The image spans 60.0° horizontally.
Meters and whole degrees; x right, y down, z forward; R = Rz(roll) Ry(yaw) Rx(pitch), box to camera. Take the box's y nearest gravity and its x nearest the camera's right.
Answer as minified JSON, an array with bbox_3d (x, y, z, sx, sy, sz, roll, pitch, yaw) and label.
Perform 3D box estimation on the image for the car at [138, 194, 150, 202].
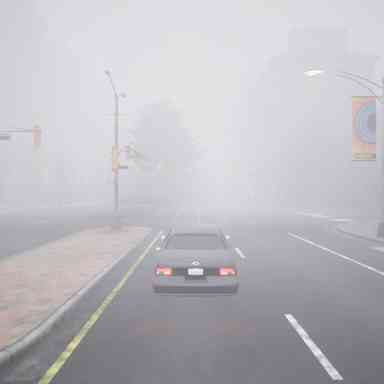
[{"bbox_3d":[-11.394,1.354,79.549,2.097,1.767,4.553,0,0,0],"label":"car"}]

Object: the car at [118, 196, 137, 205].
[{"bbox_3d":[-11.489,1.491,59.616,2.128,1.511,4.902,0,0,0],"label":"car"}]

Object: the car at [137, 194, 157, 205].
[{"bbox_3d":[-7.994,1.563,58.932,1.994,1.385,4.181,0,0,1],"label":"car"}]

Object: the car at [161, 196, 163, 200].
[{"bbox_3d":[-7.896,1.499,77.779,1.837,1.490,4.892,0,0,0],"label":"car"}]

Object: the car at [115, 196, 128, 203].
[{"bbox_3d":[-14.657,1.594,69.419,1.895,1.301,4.718,0,0,0],"label":"car"}]

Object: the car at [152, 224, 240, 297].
[{"bbox_3d":[0.086,1.547,8.771,2.033,1.411,5.357,0,0,0],"label":"car"}]

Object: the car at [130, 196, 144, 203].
[{"bbox_3d":[-11.407,1.524,69.537,2.128,1.511,4.902,0,0,0],"label":"car"}]

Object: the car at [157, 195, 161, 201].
[{"bbox_3d":[-7.928,1.525,67.449,1.812,1.442,4.674,0,0,1],"label":"car"}]
